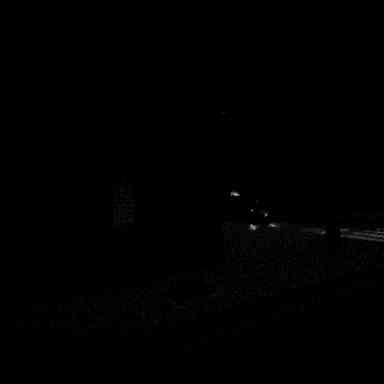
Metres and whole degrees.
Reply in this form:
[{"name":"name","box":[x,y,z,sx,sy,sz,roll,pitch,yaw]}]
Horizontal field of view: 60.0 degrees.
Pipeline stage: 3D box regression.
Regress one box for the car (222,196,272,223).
[{"name":"car","box":[2.784,1.000,20.858,2.128,1.511,4.902,-2,2,-35]}]
